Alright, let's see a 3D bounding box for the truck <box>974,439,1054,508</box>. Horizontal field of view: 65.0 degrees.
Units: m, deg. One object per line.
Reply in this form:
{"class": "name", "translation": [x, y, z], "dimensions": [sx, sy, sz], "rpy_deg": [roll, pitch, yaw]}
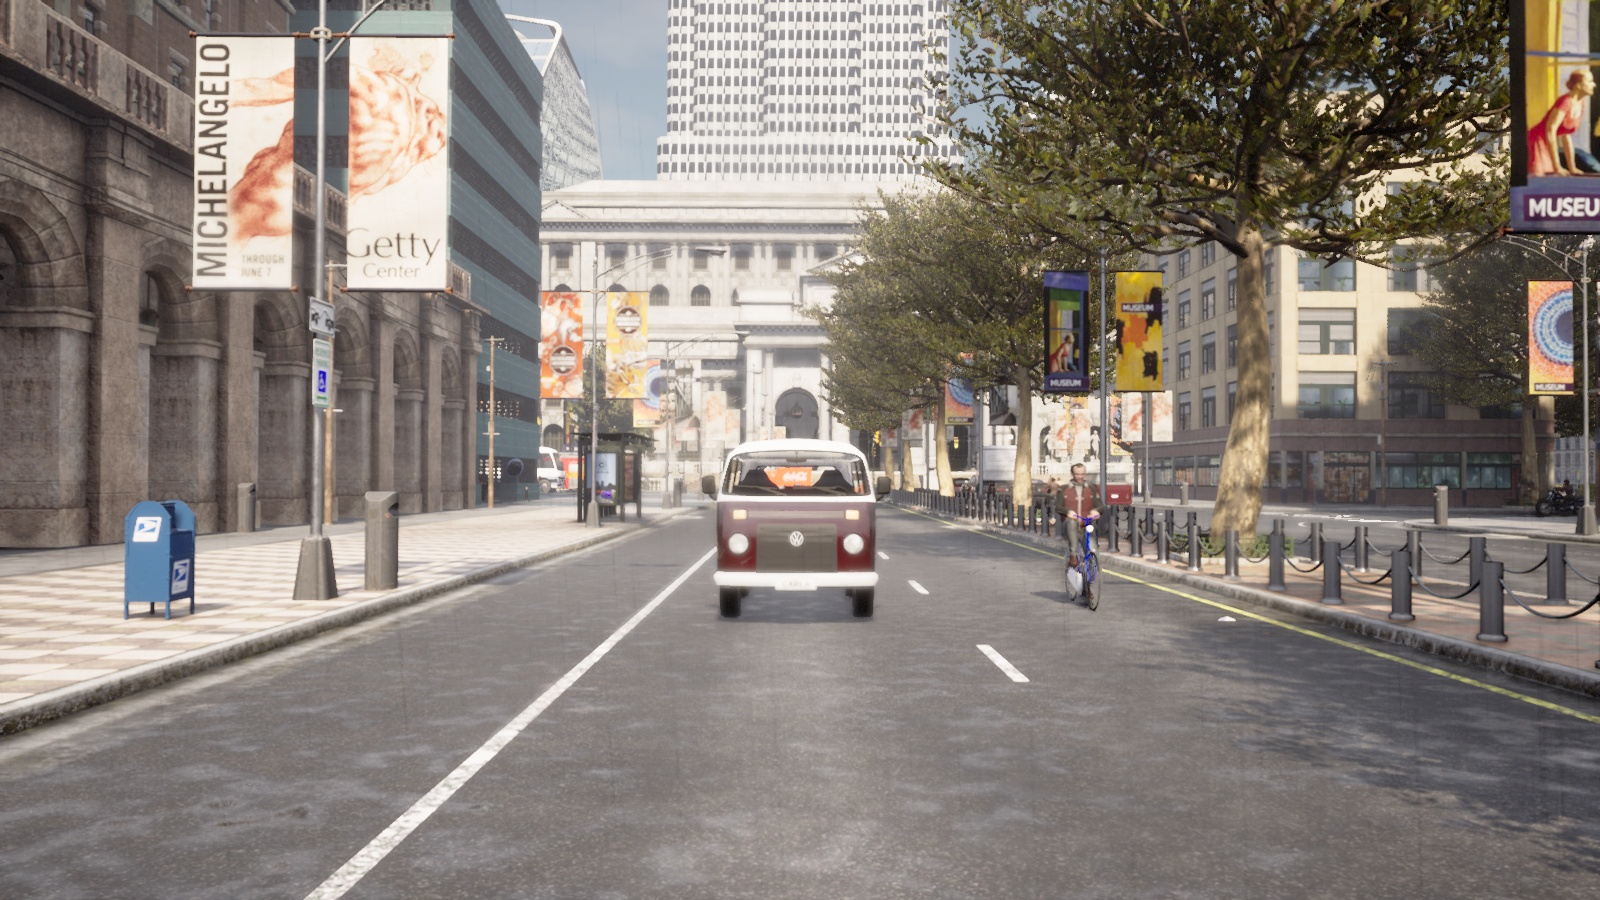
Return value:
{"class": "truck", "translation": [11.331, 1.276, 67.296], "dimensions": [2.891, 3.462, 7.936], "rpy_deg": [0, -1, 0]}

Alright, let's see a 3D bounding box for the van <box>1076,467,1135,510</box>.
{"class": "van", "translation": [14.848, 1.866, 61.335], "dimensions": [1.775, 1.987, 4.442], "rpy_deg": [0, -1, 0]}

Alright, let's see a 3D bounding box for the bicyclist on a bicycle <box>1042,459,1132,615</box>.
{"class": "bicyclist on a bicycle", "translation": [3.462, 1.016, 15.288], "dimensions": [0.659, 1.776, 1.843], "rpy_deg": [0, -1, 0]}

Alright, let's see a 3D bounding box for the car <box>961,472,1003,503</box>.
{"class": "car", "translation": [11.308, 2.318, 78.367], "dimensions": [1.932, 1.855, 4.605], "rpy_deg": [0, -1, 0]}

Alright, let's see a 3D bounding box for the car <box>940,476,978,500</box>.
{"class": "car", "translation": [11.238, 2.666, 88.942], "dimensions": [2.033, 1.649, 4.856], "rpy_deg": [0, -1, 0]}

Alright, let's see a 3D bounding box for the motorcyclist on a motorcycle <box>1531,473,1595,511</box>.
{"class": "motorcyclist on a motorcycle", "translation": [33.711, 1.859, 55.511], "dimensions": [2.350, 1.649, 0.766], "rpy_deg": [0, -1, -1]}

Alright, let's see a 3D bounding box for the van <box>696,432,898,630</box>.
{"class": "van", "translation": [-0.039, 0.881, 15.188], "dimensions": [2.069, 2.038, 4.480], "rpy_deg": [0, -1, 0]}
